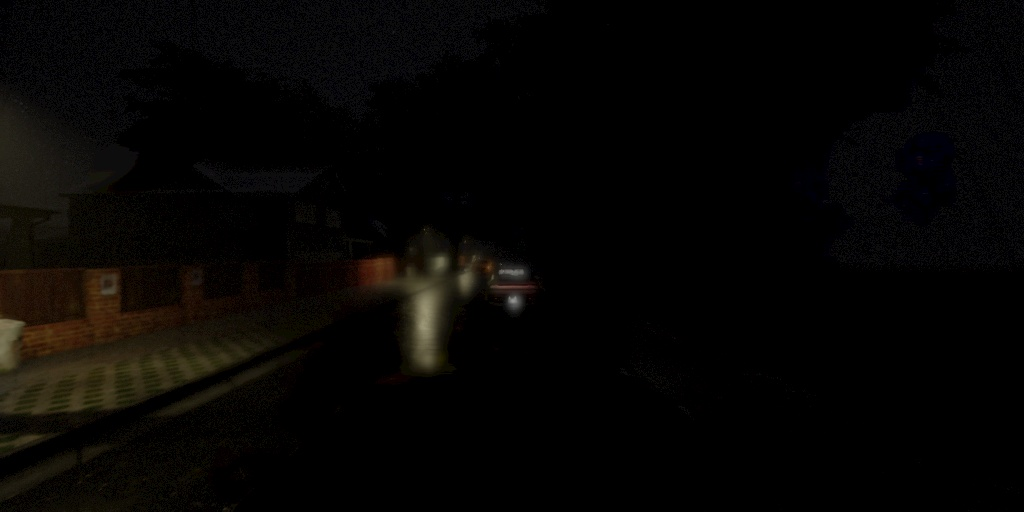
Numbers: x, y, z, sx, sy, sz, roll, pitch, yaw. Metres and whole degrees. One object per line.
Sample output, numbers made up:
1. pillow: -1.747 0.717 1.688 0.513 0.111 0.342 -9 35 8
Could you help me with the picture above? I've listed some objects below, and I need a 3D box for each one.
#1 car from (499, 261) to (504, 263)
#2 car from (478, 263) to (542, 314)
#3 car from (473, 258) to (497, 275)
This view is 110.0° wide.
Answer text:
1. car: 0.102 1.268 28.941 1.895 1.301 4.718 0 0 0
2. car: 0.094 1.204 13.645 2.128 1.511 4.902 0 0 0
3. car: -2.832 1.125 36.821 1.882 1.535 5.008 0 0 0
